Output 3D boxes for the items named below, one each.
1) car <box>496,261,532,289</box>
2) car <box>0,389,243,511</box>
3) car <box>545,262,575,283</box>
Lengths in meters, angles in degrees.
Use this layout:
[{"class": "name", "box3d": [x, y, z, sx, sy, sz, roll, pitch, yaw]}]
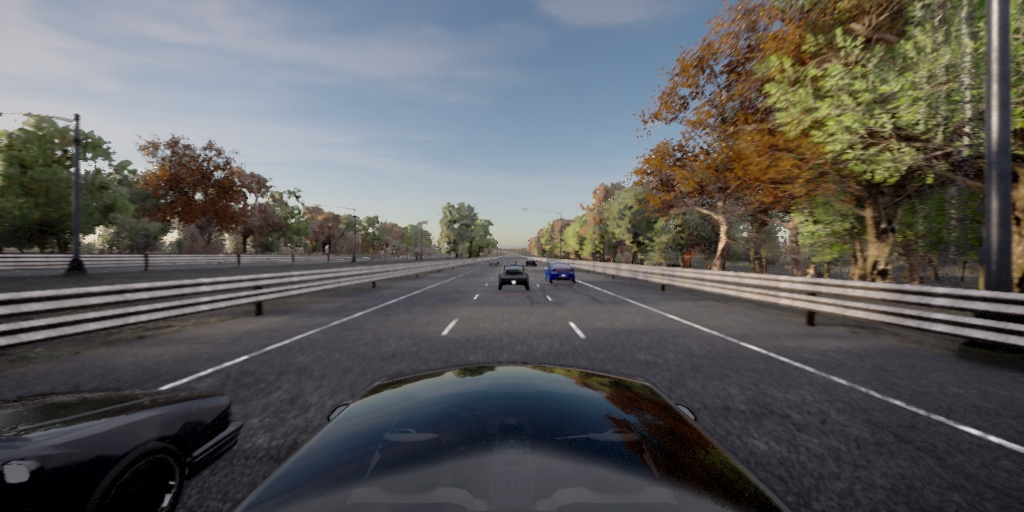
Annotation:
[{"class": "car", "box3d": [0.104, 1.249, 22.948, 1.837, 1.490, 4.892, 0, 0, 0]}, {"class": "car", "box3d": [-3.401, 1.297, 0.789, 2.033, 1.411, 5.357, 0, 0, 0]}, {"class": "car", "box3d": [3.605, 1.220, 27.580, 1.882, 1.535, 5.008, 0, 0, 0]}]
